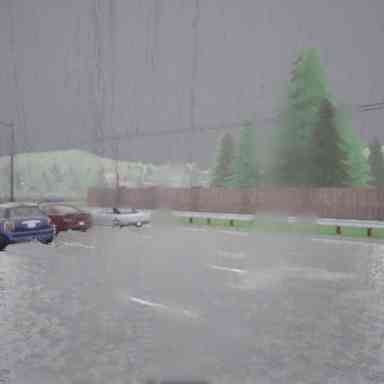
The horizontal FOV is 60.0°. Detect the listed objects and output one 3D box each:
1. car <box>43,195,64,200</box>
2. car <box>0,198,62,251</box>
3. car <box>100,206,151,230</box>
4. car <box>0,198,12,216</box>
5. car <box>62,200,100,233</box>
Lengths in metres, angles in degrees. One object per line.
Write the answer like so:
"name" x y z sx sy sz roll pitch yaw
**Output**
"car" -23.180 1.264 53.732 4.674 1.442 1.812 0 0 -25
"car" -7.817 1.277 13.866 4.553 1.767 2.097 0 0 36
"car" -4.817 1.519 20.328 4.718 1.301 1.895 0 0 36
"car" -18.713 1.320 30.245 4.902 1.511 2.128 0 0 36
"car" -7.481 1.392 17.926 5.008 1.535 1.882 0 0 36
